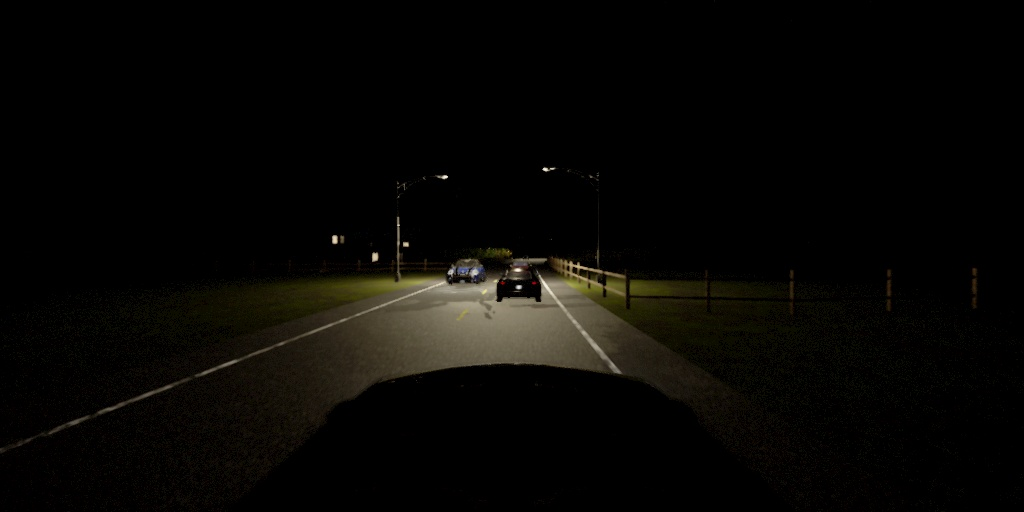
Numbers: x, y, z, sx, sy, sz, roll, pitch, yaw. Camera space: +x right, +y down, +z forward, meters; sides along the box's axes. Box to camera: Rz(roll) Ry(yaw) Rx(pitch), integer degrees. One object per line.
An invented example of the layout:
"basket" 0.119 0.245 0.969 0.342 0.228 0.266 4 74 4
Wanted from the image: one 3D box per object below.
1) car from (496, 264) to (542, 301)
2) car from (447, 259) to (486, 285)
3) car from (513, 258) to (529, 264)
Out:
"car" 0.329 1.236 16.689 1.994 1.385 4.181 0 0 2
"car" -3.003 0.987 24.342 2.097 1.767 4.553 0 0 2
"car" 0.784 1.126 32.673 2.033 1.411 5.357 0 0 3
